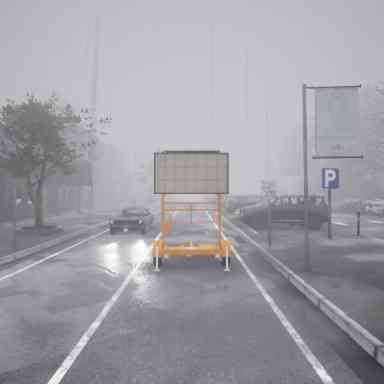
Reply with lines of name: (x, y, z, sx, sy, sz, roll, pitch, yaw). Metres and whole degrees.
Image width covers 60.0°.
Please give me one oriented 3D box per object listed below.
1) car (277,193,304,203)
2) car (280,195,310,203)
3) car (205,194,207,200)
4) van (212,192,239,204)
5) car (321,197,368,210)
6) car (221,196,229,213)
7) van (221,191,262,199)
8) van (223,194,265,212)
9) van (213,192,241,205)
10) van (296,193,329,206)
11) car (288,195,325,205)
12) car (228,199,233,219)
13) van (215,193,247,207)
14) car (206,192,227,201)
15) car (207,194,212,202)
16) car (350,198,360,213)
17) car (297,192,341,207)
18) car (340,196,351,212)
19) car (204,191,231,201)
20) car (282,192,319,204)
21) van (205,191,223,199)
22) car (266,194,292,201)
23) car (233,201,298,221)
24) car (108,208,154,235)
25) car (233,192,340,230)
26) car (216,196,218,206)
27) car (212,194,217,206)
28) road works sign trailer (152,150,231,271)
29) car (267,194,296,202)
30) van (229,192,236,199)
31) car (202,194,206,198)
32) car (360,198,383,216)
car: (18.655, 1.093, 63.131, 4.553, 1.767, 2.185, 0, 1, 0)
car: (18.605, 1.275, 60.356, 4.792, 1.488, 2.163, 0, 1, 0)
car: (5.534, 1.236, 65.436, 4.674, 1.452, 2.002, 0, 1, 0)
van: (5.682, 1.051, 57.024, 4.442, 1.987, 1.878, 0, 1, 0)
car: (18.672, 1.443, 40.919, 4.792, 1.488, 2.163, 0, 0, 0)
car: (5.648, 1.441, 31.788, 5.008, 1.535, 2.097, 0, 0, 0)
van: (5.527, 1.209, 34.594, 4.442, 1.987, 1.878, 0, 0, 0)
van: (5.751, 1.199, 37.397, 4.442, 1.987, 1.878, 0, 0, 0)
van: (5.692, 1.078, 54.221, 4.442, 1.987, 1.878, 0, 1, 0)
van: (18.780, 1.100, 52.028, 4.442, 1.987, 1.878, 0, 1, 0)
car: (18.839, 1.296, 54.805, 5.366, 1.575, 1.946, 0, 1, 0)
car: (5.497, 1.453, 23.378, 5.366, 1.575, 1.946, 0, 0, 0)
van: (5.712, 1.131, 48.617, 4.442, 1.987, 1.878, 0, 0, 0)
car: (5.476, 0.989, 73.844, 4.553, 1.767, 2.185, 0, 1, 0)
car: (5.557, 1.079, 51.417, 5.566, 2.045, 2.435, 0, 1, 0)
car: (18.724, 1.442, 32.592, 4.892, 1.521, 2.231, 0, 0, 0)
car: (18.701, 1.101, 49.251, 5.566, 2.045, 2.435, 0, 1, 0)
car: (18.715, 1.433, 35.370, 5.008, 1.535, 2.097, 0, 0, 0)
car: (5.489, 0.890, 71.040, 5.566, 2.045, 2.435, 0, 1, 0)
car: (18.672, 1.021, 57.578, 5.566, 2.045, 2.435, 0, 1, 0)
van: (5.362, 0.807, 82.252, 4.442, 1.987, 1.878, 0, 1, 0)
car: (18.601, 1.140, 71.459, 4.892, 1.521, 2.231, 0, 1, 0)
car: (5.676, 1.491, 26.182, 4.674, 1.452, 2.002, 0, 0, 0)
car: (-3.289, 1.579, 18.725, 1.895, 1.301, 4.718, 0, 0, 0)
car: (5.664, 1.210, 20.574, 5.566, 2.045, 2.435, 0, 0, 0)
car: (5.653, 1.444, 40.200, 4.792, 1.488, 2.163, 0, 0, 0)
car: (5.611, 1.379, 45.811, 4.892, 1.521, 2.231, 0, 0, 0)
road works sign trailer: (-0.027, 0.458, 10.831, 2.380, 3.560, 2.880, 0, 0, -1)
car: (18.420, 1.162, 68.682, 5.366, 1.575, 1.946, 0, 1, 0)
van: (5.780, 1.220, 28.985, 4.442, 1.987, 1.878, 0, 0, 0)
car: (5.498, 0.917, 68.236, 5.566, 2.045, 2.435, 0, 1, 0)
car: (18.711, 1.194, 29.817, 5.566, 2.045, 2.435, 0, 0, 0)
